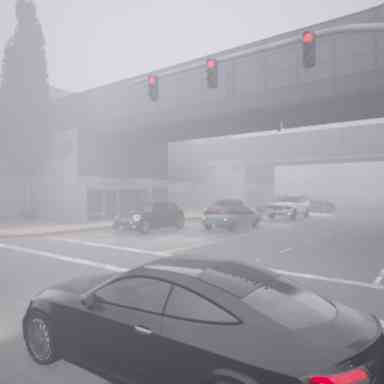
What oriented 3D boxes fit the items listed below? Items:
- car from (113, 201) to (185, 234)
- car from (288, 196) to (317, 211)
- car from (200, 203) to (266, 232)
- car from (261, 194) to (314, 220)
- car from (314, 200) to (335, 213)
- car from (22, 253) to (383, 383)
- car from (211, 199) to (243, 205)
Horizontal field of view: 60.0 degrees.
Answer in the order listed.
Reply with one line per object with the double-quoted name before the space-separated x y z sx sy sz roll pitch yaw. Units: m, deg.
"car" -2.454 1.356 19.573 2.097 1.767 4.553 0 0 36
"car" 13.988 1.355 41.955 2.097 1.767 4.553 0 0 37
"car" 2.501 1.604 20.412 1.895 1.301 4.718 0 0 36
"car" 8.277 1.224 28.292 2.150 2.045 5.566 0 0 36
"car" 14.268 1.566 36.438 1.994 1.385 4.181 0 0 37
"car" -0.198 1.527 4.123 4.674 1.442 1.812 0 0 36
"car" 2.695 1.356 26.595 2.097 1.767 4.553 0 0 36
